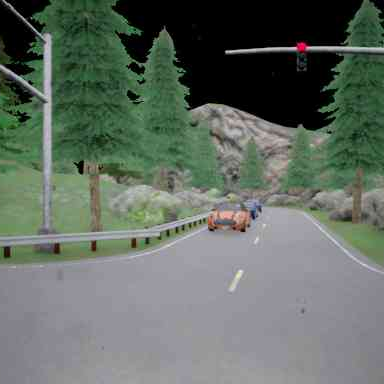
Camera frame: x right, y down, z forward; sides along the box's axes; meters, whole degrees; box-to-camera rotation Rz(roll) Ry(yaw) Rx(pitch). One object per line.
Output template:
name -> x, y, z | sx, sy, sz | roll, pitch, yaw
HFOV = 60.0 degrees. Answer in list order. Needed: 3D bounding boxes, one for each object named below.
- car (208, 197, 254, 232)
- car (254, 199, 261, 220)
car -> 2.368, 1.382, 20.291 | 2.097, 1.767, 4.553 | 0, 0, 15
car -> 4.734, 1.521, 29.116 | 1.882, 1.535, 5.008 | 0, 0, 15
